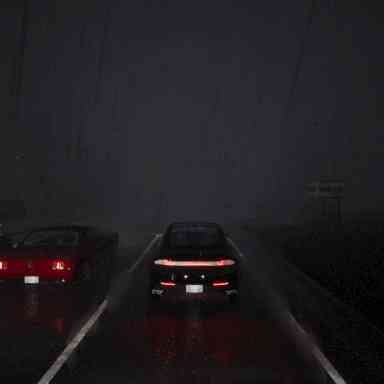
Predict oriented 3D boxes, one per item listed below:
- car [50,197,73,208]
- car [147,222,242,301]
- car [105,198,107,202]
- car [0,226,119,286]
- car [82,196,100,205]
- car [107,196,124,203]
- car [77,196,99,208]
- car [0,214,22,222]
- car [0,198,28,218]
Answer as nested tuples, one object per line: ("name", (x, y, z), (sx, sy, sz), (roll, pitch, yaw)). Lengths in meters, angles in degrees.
("car", (-18.558, 1.504, 47.608), (1.837, 1.490, 4.892), (0, 0, 0))
("car", (0.064, 1.492, 8.291), (2.128, 1.511, 4.902), (0, 0, 1))
("car", (-18.437, 1.588, 76.279), (1.895, 1.301, 4.718), (0, 0, 0))
("car", (-3.427, 1.601, 9.379), (1.895, 1.301, 4.718), (0, 0, 0))
("car", (-18.501, 1.525, 61.044), (1.812, 1.442, 4.674), (0, 0, 1))
("car", (-14.959, 1.506, 66.815), (1.837, 1.490, 4.892), (0, 0, 0))
("car", (-15.055, 1.564, 47.897), (1.994, 1.385, 4.181), (0, 0, 0))
("car", (-6.933, 1.547, 8.722), (2.033, 1.411, 5.357), (0, 0, 1))
("car", (-15.078, 1.352, 26.516), (2.097, 1.767, 4.553), (0, 0, 0))
